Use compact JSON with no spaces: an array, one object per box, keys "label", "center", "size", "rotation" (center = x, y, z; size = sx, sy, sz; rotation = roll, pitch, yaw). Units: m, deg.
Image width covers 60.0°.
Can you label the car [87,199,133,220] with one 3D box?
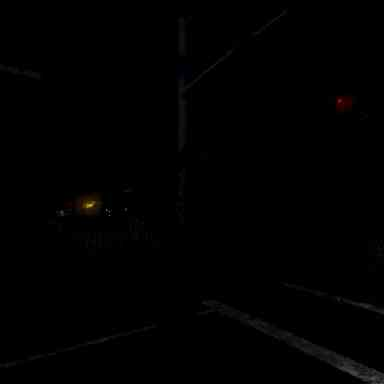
[{"label":"car","center":[-7.387,1.536,29.645],"size":[2.097,1.767,4.553],"rotation":[0,0,-35]}]

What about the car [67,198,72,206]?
[{"label":"car","center":[-20.561,1.660,54.713],"size":[1.882,1.535,5.008],"rotation":[0,0,-37]}]

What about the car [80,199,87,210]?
[{"label":"car","center":[-14.654,1.660,46.418],"size":[1.882,1.535,5.008],"rotation":[0,0,-35]}]

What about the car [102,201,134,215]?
[{"label":"car","center":[-8.427,1.782,37.557],"size":[1.895,1.301,4.718],"rotation":[0,0,-35]}]

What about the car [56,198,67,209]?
[{"label":"car","center":[-19.883,1.786,47.644],"size":[1.895,1.301,4.718],"rotation":[0,0,-35]}]
